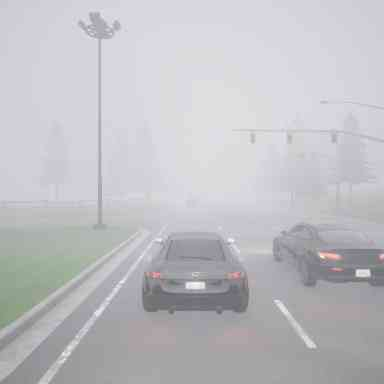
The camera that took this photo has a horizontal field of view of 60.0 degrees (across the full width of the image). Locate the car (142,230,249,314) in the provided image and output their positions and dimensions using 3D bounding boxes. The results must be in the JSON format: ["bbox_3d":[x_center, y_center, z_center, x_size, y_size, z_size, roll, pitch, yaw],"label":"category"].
[{"bbox_3d":[0.072,1.564,7.687,1.994,1.385,4.181,0,0,0],"label":"car"}]

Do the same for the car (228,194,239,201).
[{"bbox_3d":[10.518,1.517,82.164,1.812,1.442,4.674,0,0,0],"label":"car"}]

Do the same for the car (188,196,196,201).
[{"bbox_3d":[0.018,1.588,82.197,1.895,1.301,4.718,0,0,0],"label":"car"}]

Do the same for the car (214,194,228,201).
[{"bbox_3d":[7.018,1.517,82.165,1.812,1.442,4.674,0,0,0],"label":"car"}]

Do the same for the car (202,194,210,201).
[{"bbox_3d":[3.518,1.545,82.166,1.994,1.385,4.181,0,0,0],"label":"car"}]

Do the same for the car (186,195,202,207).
[{"bbox_3d":[0.011,1.548,51.130,2.033,1.411,5.357,0,0,0],"label":"car"}]

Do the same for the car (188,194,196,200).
[{"bbox_3d":[0.020,1.358,92.170,2.128,1.511,4.902,0,0,0],"label":"car"}]

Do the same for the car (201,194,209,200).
[{"bbox_3d":[3.520,1.358,92.169,2.128,1.511,4.902,0,0,0],"label":"car"}]

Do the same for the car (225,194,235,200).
[{"bbox_3d":[10.520,1.372,92.168,2.033,1.411,5.357,0,0,0],"label":"car"}]

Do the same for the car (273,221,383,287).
[{"bbox_3d":[3.581,1.526,9.233,1.812,1.442,4.674,0,0,0],"label":"car"}]

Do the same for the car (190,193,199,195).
[{"bbox_3d":[0.429,1.223,66.006,2.150,2.045,5.566,0,0,0],"label":"car"}]
